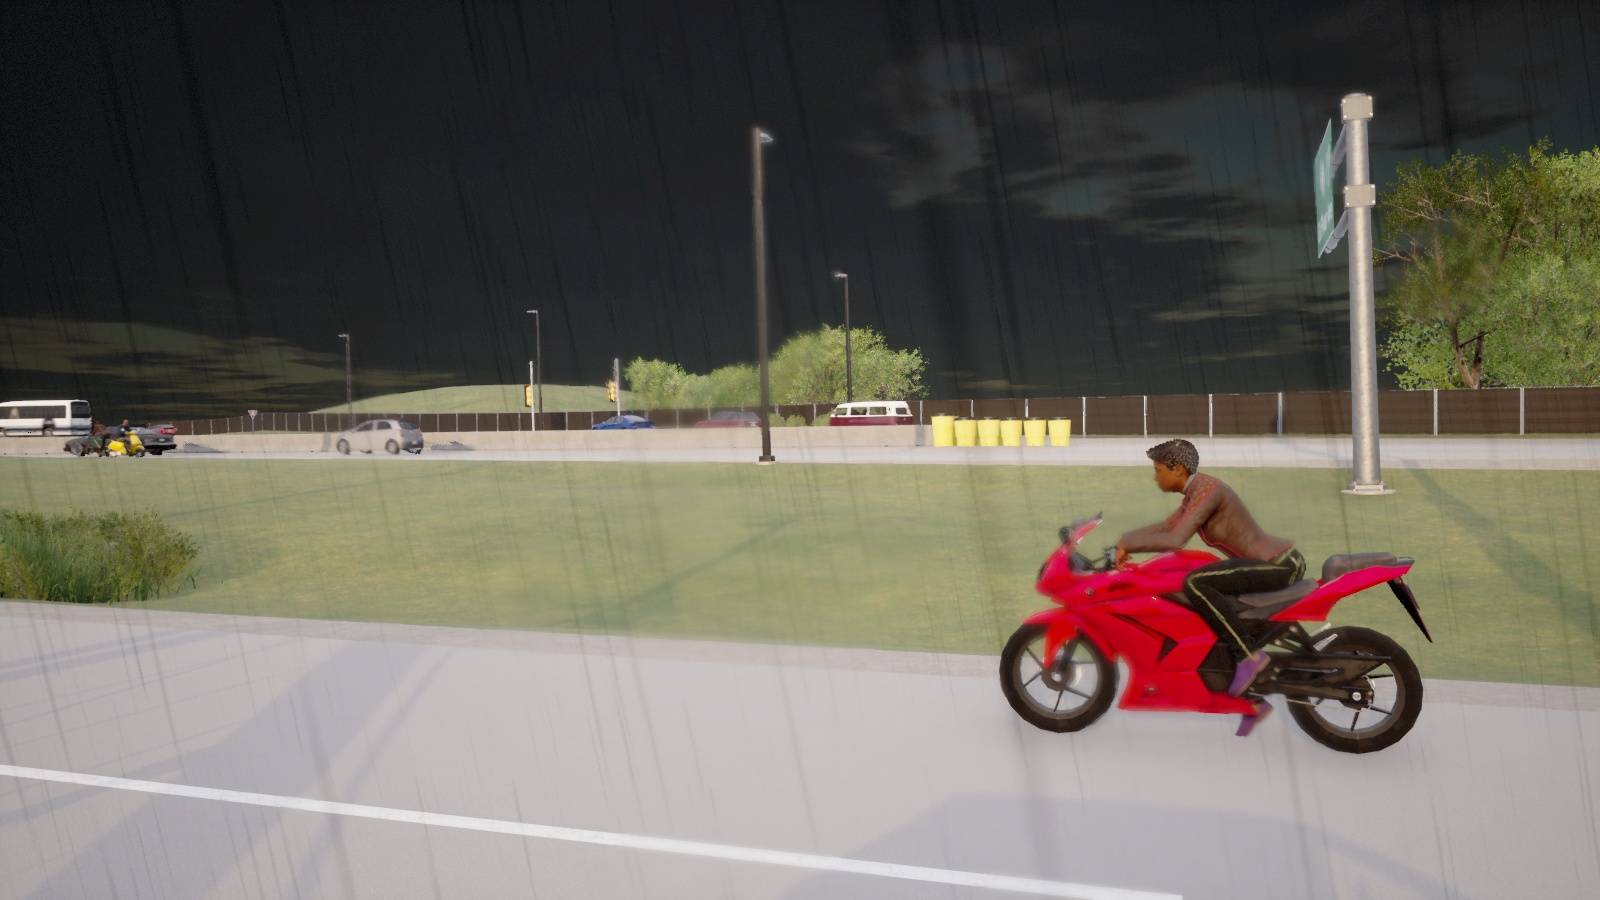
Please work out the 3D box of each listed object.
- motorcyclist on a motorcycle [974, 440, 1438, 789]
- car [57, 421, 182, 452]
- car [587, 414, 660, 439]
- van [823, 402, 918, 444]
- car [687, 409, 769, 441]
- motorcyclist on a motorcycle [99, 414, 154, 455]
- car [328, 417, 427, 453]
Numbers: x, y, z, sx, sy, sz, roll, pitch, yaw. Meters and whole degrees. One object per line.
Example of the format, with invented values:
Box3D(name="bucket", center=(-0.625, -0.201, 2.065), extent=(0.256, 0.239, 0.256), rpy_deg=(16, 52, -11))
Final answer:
Box3D(name="motorcyclist on a motorcycle", center=(1.956, 0.718, 6.226), extent=(2.044, 1.523, 0.797), rpy_deg=(0, 1, 19))
Box3D(name="car", center=(-31.750, -0.633, 58.581), extent=(5.357, 1.411, 2.033), rpy_deg=(0, 1, 19))
Box3D(name="car", center=(-10.967, -1.476, 77.594), extent=(1.882, 1.535, 5.008), rpy_deg=(-2, 2, -44))
Box3D(name="van", center=(3.514, -1.372, 62.957), extent=(4.480, 2.038, 2.069), rpy_deg=(1, 2, 43))
Box3D(name="car", center=(-4.075, -1.419, 70.438), extent=(2.097, 1.767, 4.553), rpy_deg=(-2, 2, -44))
Box3D(name="motorcyclist on a motorcycle", center=(-26.449, -0.614, 49.318), extent=(1.817, 1.590, 0.866), rpy_deg=(0, 1, 19))
Box3D(name="car", center=(-18.096, -0.635, 53.819), extent=(3.633, 1.501, 1.845), rpy_deg=(0, 1, 19))
